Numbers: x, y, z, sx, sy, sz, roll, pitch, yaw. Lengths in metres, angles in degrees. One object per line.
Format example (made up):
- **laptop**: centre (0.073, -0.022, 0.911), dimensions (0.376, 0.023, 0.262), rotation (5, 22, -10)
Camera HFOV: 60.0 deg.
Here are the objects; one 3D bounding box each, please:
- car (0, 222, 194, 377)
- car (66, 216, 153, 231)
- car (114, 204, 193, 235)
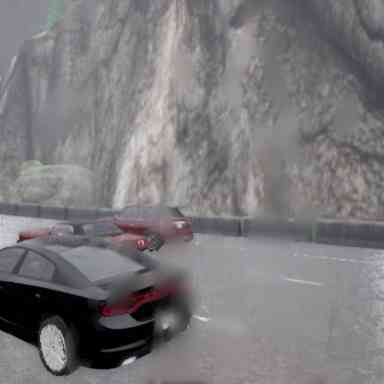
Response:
- **car**: centre (-2.308, 1.474, 5.631), dimensions (5.008, 1.535, 1.882), rotation (0, 0, 36)
- **car**: centre (-3.758, 1.586, 10.967), dimensions (4.718, 1.301, 1.895), rotation (0, 0, 36)
- **car**: centre (-2.216, 1.335, 14.164), dimensions (4.553, 1.767, 2.097), rotation (0, 0, 36)
